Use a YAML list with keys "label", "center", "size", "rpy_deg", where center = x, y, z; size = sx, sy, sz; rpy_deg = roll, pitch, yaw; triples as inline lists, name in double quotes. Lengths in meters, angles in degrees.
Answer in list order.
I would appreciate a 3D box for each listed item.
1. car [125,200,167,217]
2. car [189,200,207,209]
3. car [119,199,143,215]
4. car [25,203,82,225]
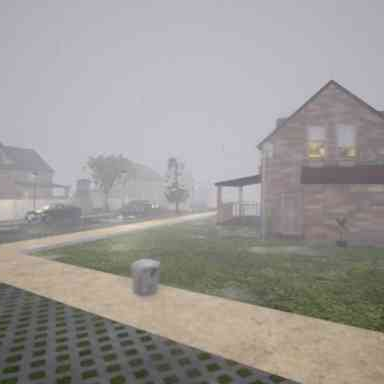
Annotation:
- label: "car"
  center: [-4.489, 1.834, 34.772]
  size: [2.033, 1.411, 5.357]
  rpy_deg: [0, -1, 20]
- label: "car"
  center: [1.132, 2.122, 58.116]
  size: [2.033, 1.411, 5.357]
  rpy_deg: [0, -1, 20]
- label: "car"
  center: [-6.353, 1.659, 37.960]
  size: [2.097, 1.767, 4.553]
  rpy_deg: [0, -1, 20]
- label: "car"
  center: [-10.724, 1.652, 26.041]
  size: [2.128, 1.511, 4.902]
  rpy_deg: [0, -1, 20]
